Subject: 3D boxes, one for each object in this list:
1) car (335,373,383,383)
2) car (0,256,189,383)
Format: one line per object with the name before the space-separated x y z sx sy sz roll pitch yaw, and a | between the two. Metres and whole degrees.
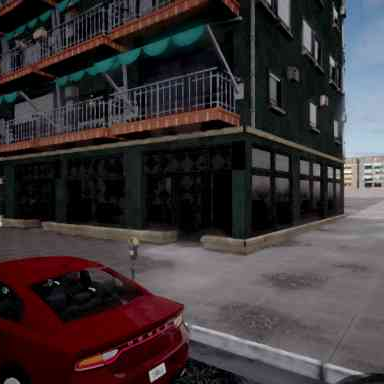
car | 2.450 1.566 1.126 4.313 1.339 1.947 0 0 36
car | -2.134 1.545 4.407 4.507 1.381 1.887 0 0 36
